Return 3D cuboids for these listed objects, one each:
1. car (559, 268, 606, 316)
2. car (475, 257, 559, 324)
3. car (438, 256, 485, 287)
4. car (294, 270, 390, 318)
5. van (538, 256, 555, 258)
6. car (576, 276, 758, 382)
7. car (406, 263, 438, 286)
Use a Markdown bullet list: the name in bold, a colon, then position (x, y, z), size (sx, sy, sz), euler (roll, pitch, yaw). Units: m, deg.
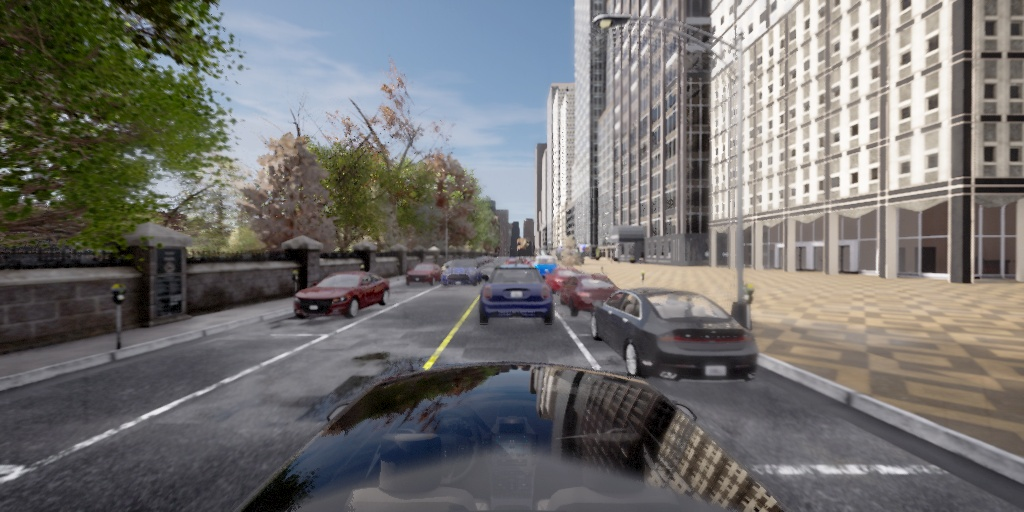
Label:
- **car**: position (2.685, 1.256, 12.549), size (1.802, 1.307, 4.207), euler (0, 0, 0)
- **car**: position (0.086, 1.032, 11.784), size (2.097, 1.767, 4.553), euler (0, 0, -1)
- **car**: position (-3.101, 0.957, 22.979), size (2.097, 1.767, 4.553), euler (0, 0, 0)
- **car**: position (-5.695, 1.219, 12.546), size (1.888, 1.381, 4.507), euler (0, 0, 0)
- **van**: position (2.681, 0.904, 29.445), size (1.690, 1.789, 3.998), euler (0, 0, 0)
- **car**: position (2.686, 1.264, 6.916), size (2.007, 1.370, 4.403), euler (0, 0, 0)
- **car**: position (-5.698, 1.144, 23.810), size (1.888, 1.381, 4.507), euler (0, 0, 0)
